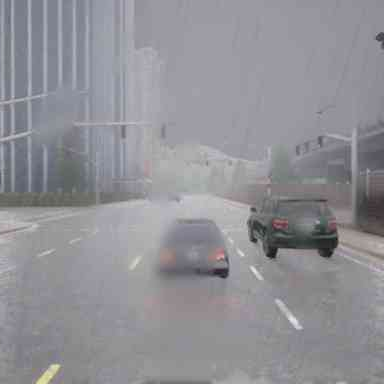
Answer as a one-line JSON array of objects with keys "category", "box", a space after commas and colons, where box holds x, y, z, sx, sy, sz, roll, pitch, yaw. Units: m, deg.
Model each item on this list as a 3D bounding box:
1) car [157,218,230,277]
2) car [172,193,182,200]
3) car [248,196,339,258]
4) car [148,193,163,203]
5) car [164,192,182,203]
[{"category": "car", "box": [0.055, 1.503, 10.008, 2.033, 1.411, 5.357, 0, 0, 1]}, {"category": "car", "box": [-3.495, 1.015, 78.104, 2.097, 1.767, 4.553, 0, 0, 0]}, {"category": "car", "box": [3.569, 1.164, 12.709, 2.150, 2.045, 5.566, 0, 0, 1]}, {"category": "car", "box": [-7.029, 1.234, 62.529, 1.837, 1.490, 4.892, 0, 0, 1]}, {"category": "car", "box": [-3.528, 0.951, 62.536, 2.150, 2.045, 5.566, 0, 0, 1]}]
